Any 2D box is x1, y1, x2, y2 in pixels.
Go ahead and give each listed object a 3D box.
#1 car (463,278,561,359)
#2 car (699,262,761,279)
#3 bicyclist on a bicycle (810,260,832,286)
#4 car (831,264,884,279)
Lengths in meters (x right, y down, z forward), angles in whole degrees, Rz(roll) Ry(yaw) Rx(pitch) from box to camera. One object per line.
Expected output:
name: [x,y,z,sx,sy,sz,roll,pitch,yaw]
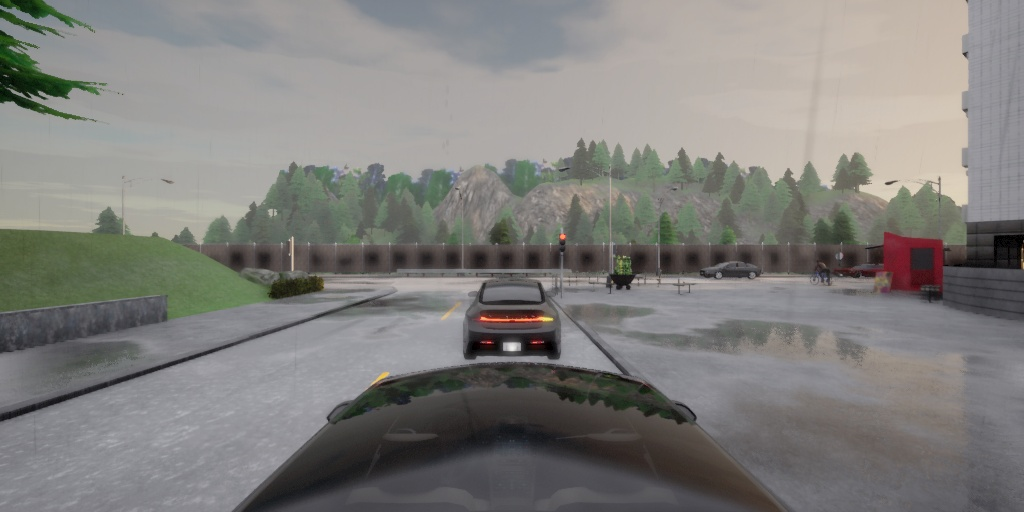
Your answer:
car: [-0.001,1.255,8.357,1.837,1.490,4.892,0,0,0]
car: [19.046,1.255,31.384,4.892,1.490,1.837,0,0,-1]
bicyclist on a bicycle: [19.804,1.099,22.992,0.582,1.620,1.656,0,0,-1]
car: [31.096,1.351,31.490,4.718,1.301,1.895,0,0,0]
